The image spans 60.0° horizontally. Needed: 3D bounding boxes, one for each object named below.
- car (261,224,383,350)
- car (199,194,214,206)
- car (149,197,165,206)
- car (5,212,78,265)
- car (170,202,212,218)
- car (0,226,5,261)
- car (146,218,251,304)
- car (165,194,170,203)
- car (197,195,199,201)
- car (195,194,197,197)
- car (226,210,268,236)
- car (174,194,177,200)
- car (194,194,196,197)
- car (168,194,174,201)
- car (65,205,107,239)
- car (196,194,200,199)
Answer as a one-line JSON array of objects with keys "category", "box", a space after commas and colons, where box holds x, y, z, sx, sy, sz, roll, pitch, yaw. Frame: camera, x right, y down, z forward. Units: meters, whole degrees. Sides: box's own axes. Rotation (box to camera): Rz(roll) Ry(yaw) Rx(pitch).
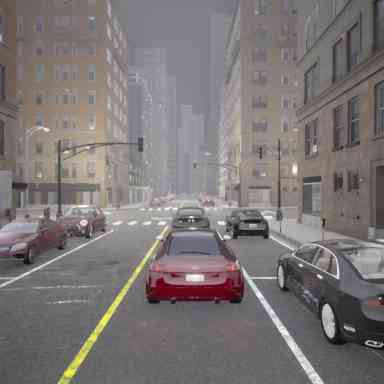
[{"category": "car", "box": [2.827, 1.551, 6.192, 2.008, 1.369, 4.403, 0, 0, 0]}, {"category": "car", "box": [2.610, 1.475, 54.285, 1.967, 1.590, 4.097, 0, 0, 0]}, {"category": "car", "box": [-5.914, 1.617, 54.253, 1.802, 1.307, 4.206, 0, 0, 0]}, {"category": "car", "box": [-5.727, 1.582, 11.649, 1.802, 1.307, 4.206, 0, 0, 0]}, {"category": "car", "box": [-0.050, 1.505, 17.103, 1.837, 1.490, 4.892, 0, 0, 0]}, {"category": "car", "box": [-5.698, 1.565, 6.148, 1.947, 1.339, 4.313, 0, 0, 0]}, {"category": "car", "box": [0.041, 1.564, 8.190, 1.994, 1.385, 4.181, 0, 0, -1]}, {"category": "car", "box": [-5.951, 1.605, 65.070, 2.008, 1.369, 4.403, 0, 0, 0]}, {"category": "car", "box": [2.574, 1.606, 65.102, 2.008, 1.369, 4.403, 0, 0, 0]}, {"category": "car", "box": [2.499, 1.559, 86.738, 1.967, 1.590, 4.097, 0, 0, 0]}, {"category": "car", "box": [2.770, 1.566, 17.195, 1.947, 1.339, 4.313, 0, 0, 0]}, {"category": "car", "box": [-6.044, 1.455, 92.113, 2.192, 1.841, 5.009, 0, 0, 0]}, {"category": "car", "box": [2.480, 1.456, 92.148, 2.192, 1.841, 5.009, 0, 0, 0]}, {"category": "car", "box": [-6.006, 1.624, 81.126, 1.752, 1.417, 4.829, 0, 0, 0]}, {"category": "car", "box": [-5.756, 1.440, 17.151, 1.967, 1.590, 4.097, 0, 0, 0]}, {"category": "car", "box": [2.536, 1.523, 75.920, 1.967, 1.590, 4.097, 0, 0, 0]}]
